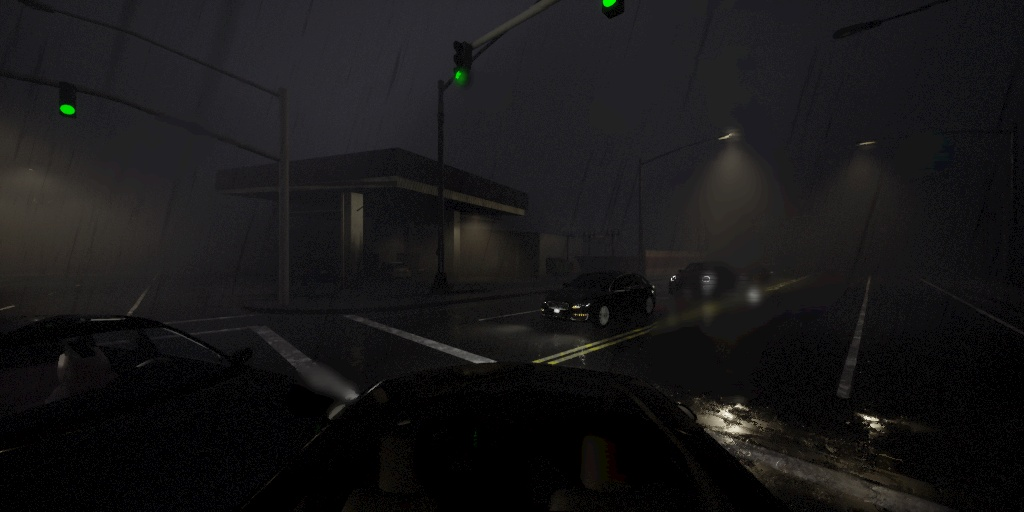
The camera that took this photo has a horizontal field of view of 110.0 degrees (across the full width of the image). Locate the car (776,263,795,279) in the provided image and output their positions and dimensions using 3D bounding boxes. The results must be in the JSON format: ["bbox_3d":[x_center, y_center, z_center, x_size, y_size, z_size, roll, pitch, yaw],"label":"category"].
[{"bbox_3d":[23.965,1.314,32.253,4.181,1.385,1.994,0,0,-44],"label":"car"}]

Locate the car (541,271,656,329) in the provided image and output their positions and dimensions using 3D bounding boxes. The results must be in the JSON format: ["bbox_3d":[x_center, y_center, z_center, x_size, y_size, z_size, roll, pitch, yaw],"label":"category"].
[{"bbox_3d":[2.947,1.255,11.564,4.892,1.490,1.837,0,0,-45],"label":"car"}]

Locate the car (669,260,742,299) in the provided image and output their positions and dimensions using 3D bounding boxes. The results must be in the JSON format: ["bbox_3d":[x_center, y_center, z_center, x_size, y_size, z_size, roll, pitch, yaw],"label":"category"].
[{"bbox_3d":[9.825,1.102,18.370,4.553,1.767,2.097,0,0,-45],"label":"car"}]

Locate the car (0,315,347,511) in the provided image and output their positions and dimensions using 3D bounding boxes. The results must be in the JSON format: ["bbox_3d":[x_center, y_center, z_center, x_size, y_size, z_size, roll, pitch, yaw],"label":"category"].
[{"bbox_3d":[-3.406,1.242,2.582,4.902,1.511,2.128,0,0,15],"label":"car"}]

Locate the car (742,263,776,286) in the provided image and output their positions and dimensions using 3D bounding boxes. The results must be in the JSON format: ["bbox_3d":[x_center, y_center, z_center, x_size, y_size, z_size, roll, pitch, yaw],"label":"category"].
[{"bbox_3d":[16.792,1.314,25.241,1.994,1.385,4.181,0,0,44],"label":"car"}]
